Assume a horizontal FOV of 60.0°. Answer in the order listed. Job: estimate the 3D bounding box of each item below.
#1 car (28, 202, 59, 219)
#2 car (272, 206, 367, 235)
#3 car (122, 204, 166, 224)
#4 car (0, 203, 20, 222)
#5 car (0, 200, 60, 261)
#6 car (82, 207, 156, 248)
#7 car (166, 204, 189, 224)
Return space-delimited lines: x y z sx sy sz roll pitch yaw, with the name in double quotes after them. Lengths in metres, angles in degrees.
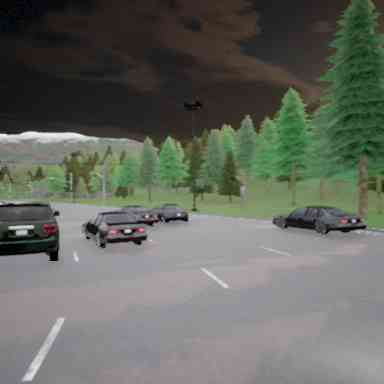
-14.958 1.811 33.330 2.033 1.411 5.357 -1 0 -33 "car"
6.694 1.461 18.189 2.033 1.411 5.357 -1 0 -25 "car"
-4.193 1.634 23.113 2.033 1.411 5.357 -1 0 -33 "car"
-16.835 1.781 29.772 2.128 1.511 4.902 -1 0 -33 "car"
-6.196 1.329 12.404 2.150 2.045 5.566 0 0 -24 "car"
-3.716 1.620 15.389 2.033 1.411 5.357 -1 0 -28 "car"
-1.960 1.619 25.797 1.994 1.385 4.181 -1 0 -31 "car"
